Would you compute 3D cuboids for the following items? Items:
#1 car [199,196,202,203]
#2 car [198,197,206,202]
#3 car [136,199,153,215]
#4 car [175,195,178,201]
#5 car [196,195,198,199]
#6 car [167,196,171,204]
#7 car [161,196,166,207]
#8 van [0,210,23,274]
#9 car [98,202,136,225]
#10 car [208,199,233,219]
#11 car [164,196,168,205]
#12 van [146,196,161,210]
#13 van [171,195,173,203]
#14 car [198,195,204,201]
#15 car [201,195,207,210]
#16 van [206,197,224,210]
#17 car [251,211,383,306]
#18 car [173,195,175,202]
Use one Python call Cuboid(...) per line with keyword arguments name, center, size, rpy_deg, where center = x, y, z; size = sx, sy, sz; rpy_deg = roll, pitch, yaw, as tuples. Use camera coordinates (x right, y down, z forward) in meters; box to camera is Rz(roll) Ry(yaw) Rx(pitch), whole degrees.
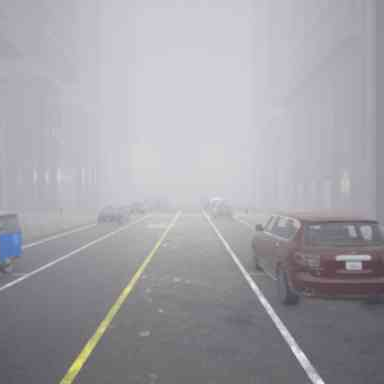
Cuboid(name="car", center=(2.762, 1.838, 58.786), size=(2.008, 1.369, 4.403), rpy_deg=(0, 0, 0))
Cuboid(name="car", center=(2.763, 2.026, 92.604), size=(1.947, 1.339, 4.313), rpy_deg=(0, 0, 0))
Cuboid(name="car", center=(-5.763, 1.738, 36.229), size=(1.947, 1.339, 4.313), rpy_deg=(0, 0, 0))
Cuboid(name="car", center=(-5.763, 1.900, 92.597), size=(1.967, 1.590, 4.097), rpy_deg=(0, 0, 0))
Cuboid(name="car", center=(2.762, 1.717, 81.333), size=(2.192, 1.841, 5.009), rpy_deg=(0, 0, 0))
Cuboid(name="car", center=(-5.763, 1.631, 64.413), size=(2.192, 1.841, 5.009), rpy_deg=(0, 0, 0))
Cuboid(name="car", center=(-5.763, 1.824, 53.139), size=(1.947, 1.339, 4.313), rpy_deg=(0, 0, 0))
Cuboid(name="van", center=(-5.764, 1.377, 8.046), size=(1.690, 1.788, 3.998), rpy_deg=(0, 0, 0))
Cuboid(name="car", center=(-5.763, 1.661, 24.956), size=(1.887, 1.381, 4.507), rpy_deg=(0, 0, 0))
Cuboid(name="car", center=(2.762, 1.670, 30.776), size=(1.752, 1.417, 4.829), rpy_deg=(0, 0, 0))
Cuboid(name="car", center=(-5.763, 1.853, 58.776), size=(1.947, 1.339, 4.313), rpy_deg=(0, 0, 0))
Cuboid(name="van", center=(-5.764, 1.571, 47.504), size=(1.690, 1.788, 3.998), rpy_deg=(0, 0, 0))
Cuboid(name="van", center=(-5.763, 1.714, 75.687), size=(1.690, 1.788, 3.998), rpy_deg=(0, 0, 0))
Cuboid(name="car", center=(2.762, 1.785, 70.059), size=(1.967, 1.590, 4.097), rpy_deg=(0, 0, 0))
Cuboid(name="car", center=(2.762, 1.670, 47.515), size=(1.967, 1.590, 4.097), rpy_deg=(0, 0, 0))
Cuboid(name="van", center=(2.761, 1.514, 36.242), size=(1.690, 1.788, 3.998), rpy_deg=(0, 0, 0))
Cuboid(name="car", center=(2.761, 1.351, 8.061), size=(2.192, 1.841, 5.009), rpy_deg=(0, 0, 0))
Cuboid(name="car", center=(-5.763, 1.842, 81.323), size=(1.967, 1.590, 4.097), rpy_deg=(0, 0, 0))
